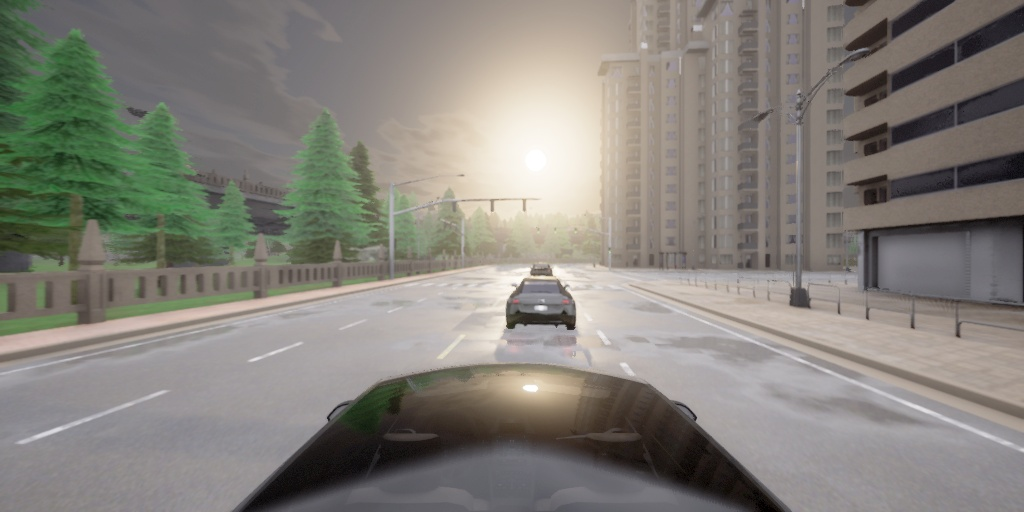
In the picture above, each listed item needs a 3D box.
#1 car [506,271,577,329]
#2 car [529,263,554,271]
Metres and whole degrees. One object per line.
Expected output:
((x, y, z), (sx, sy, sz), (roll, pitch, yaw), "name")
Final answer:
((0.902, 1.338, 11.397), (1.994, 1.385, 4.181), (0, 0, 4), "car")
((2.496, 1.322, 30.408), (1.837, 1.490, 4.892), (0, 0, 5), "car")
